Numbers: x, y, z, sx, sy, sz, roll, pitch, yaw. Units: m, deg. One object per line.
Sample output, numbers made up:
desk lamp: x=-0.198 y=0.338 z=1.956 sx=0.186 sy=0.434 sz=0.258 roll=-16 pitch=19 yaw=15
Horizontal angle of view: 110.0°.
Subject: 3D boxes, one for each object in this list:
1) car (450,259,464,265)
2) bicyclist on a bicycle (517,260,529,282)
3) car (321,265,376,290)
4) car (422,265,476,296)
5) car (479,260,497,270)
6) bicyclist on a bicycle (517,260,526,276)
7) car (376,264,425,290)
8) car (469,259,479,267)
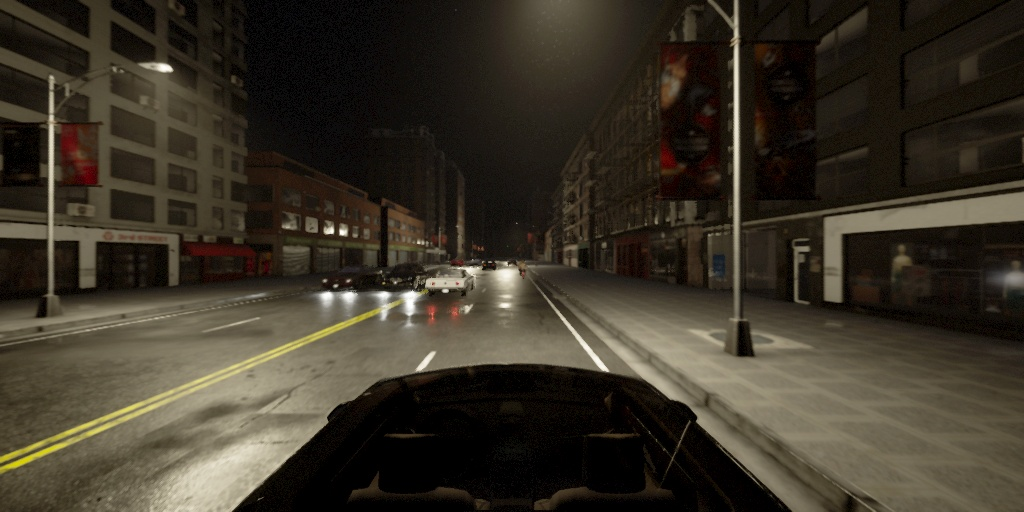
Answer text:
car: x=-9.765 y=1.189 z=63.875 sx=1.882 sy=1.535 sz=5.008 roll=0 pitch=0 yaw=1
bicyclist on a bicycle: x=0.871 y=1.180 z=27.787 sx=0.866 sy=1.612 sz=1.509 roll=0 pitch=0 yaw=0
car: x=-9.847 y=1.292 z=22.686 sx=2.033 sy=1.411 sz=5.357 roll=0 pitch=0 yaw=0
car: x=-3.147 y=1.346 z=19.191 sx=1.895 sy=1.301 sz=4.718 roll=0 pitch=0 yaw=0
car: x=-3.144 y=1.275 z=50.896 sx=2.033 sy=1.411 sz=5.357 roll=0 pitch=0 yaw=0
bicyclist on a bicycle: x=0.908 y=1.176 z=36.065 sx=0.866 sy=1.612 sz=1.509 roll=0 pitch=0 yaw=0
car: x=-6.595 y=1.249 z=22.687 sx=1.837 sy=1.490 sz=4.892 roll=0 pitch=0 yaw=0
car: x=-6.507 y=1.262 z=64.543 sx=2.033 sy=1.411 sz=5.357 roll=0 pitch=0 yaw=0
